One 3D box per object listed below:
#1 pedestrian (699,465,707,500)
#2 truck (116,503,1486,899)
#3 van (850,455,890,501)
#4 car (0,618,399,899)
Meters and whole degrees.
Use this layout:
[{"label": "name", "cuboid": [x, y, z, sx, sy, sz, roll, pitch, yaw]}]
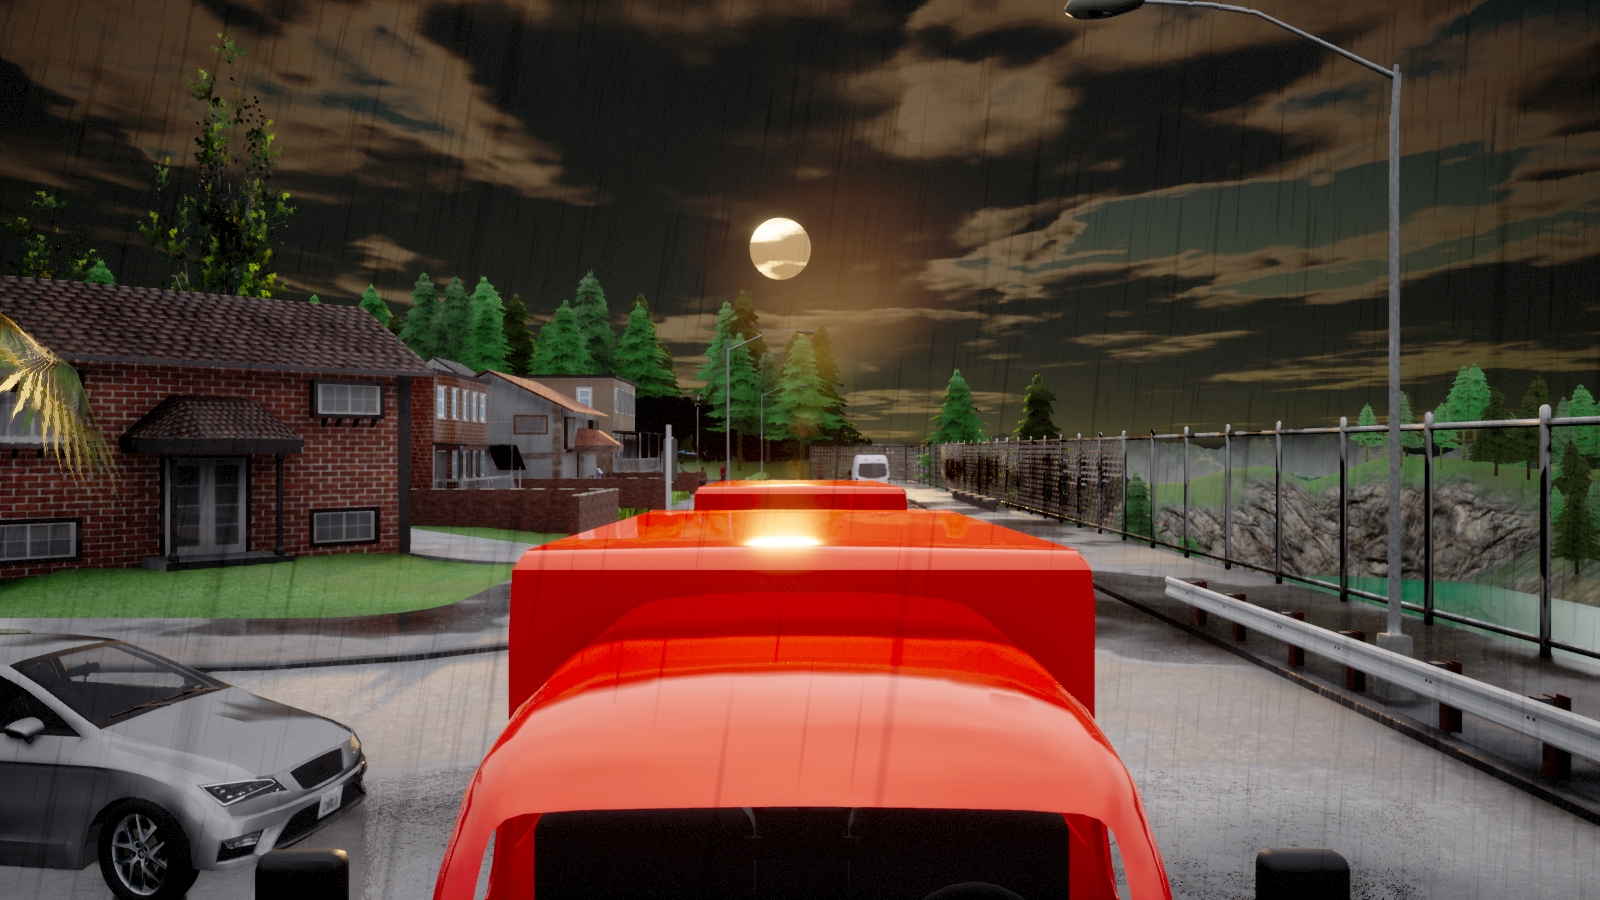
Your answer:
[{"label": "pedestrian", "cuboid": [-5.295, 1.770, 62.262, 0.375, 1.860, 0.375, 0, 0, 0]}, {"label": "truck", "cuboid": [0.003, 1.571, 4.792, 2.627, 2.467, 5.204, 0, 0, 0]}, {"label": "van", "cuboid": [3.991, 1.560, 66.002, 1.988, 2.561, 5.915, 0, 0, 0]}, {"label": "car", "cuboid": [-5.218, 2.069, 7.982, 4.193, 1.474, 1.816, 0, 0, 8]}]
